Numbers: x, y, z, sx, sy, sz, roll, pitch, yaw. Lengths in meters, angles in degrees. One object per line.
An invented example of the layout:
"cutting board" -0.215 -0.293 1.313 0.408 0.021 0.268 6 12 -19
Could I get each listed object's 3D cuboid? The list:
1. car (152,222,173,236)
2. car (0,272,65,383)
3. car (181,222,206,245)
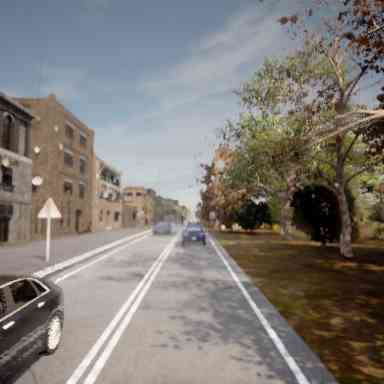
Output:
"car" -3.263 4.093 37.505 1.812 1.442 4.674 0 -4 0
"car" -3.335 2.009 4.527 1.837 1.490 4.892 0 -4 0
"car" 0.140 3.353 26.359 1.812 1.442 4.674 0 -4 0
